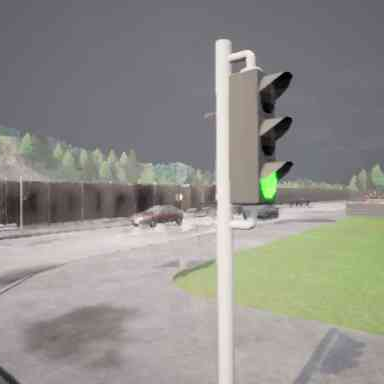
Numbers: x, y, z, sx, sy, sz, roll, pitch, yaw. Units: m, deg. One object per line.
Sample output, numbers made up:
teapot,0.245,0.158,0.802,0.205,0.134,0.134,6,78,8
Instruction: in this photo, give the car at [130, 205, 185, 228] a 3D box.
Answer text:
car,-2.354,1.698,24.021,1.812,1.442,4.674,-1,0,35

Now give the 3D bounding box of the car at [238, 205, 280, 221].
car,6.045,1.691,28.780,1.994,1.385,4.181,-1,0,35

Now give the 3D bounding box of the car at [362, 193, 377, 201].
car,41.738,1.351,78.899,2.150,2.045,5.566,-1,0,35

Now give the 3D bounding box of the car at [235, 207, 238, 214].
car,6.597,1.773,36.613,1.895,1.301,4.718,-1,0,36

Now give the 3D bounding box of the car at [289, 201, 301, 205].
car,16.062,1.484,49.743,1.895,1.301,4.718,-1,0,35
